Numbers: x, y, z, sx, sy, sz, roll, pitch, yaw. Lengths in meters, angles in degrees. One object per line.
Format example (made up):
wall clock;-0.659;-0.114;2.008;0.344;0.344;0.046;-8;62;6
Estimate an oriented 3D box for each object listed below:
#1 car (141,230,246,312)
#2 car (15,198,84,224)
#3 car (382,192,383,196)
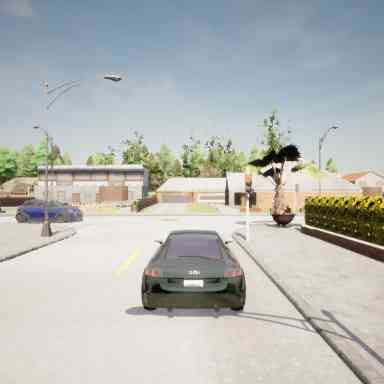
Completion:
car;0.042;1.564;7.790;1.994;1.385;4.181;0;0;0
car;-10.361;1.351;24.426;4.553;1.767;2.097;0;0;5
car;37.875;0.973;64.998;1.905;1.878;3.866;0;0;0
